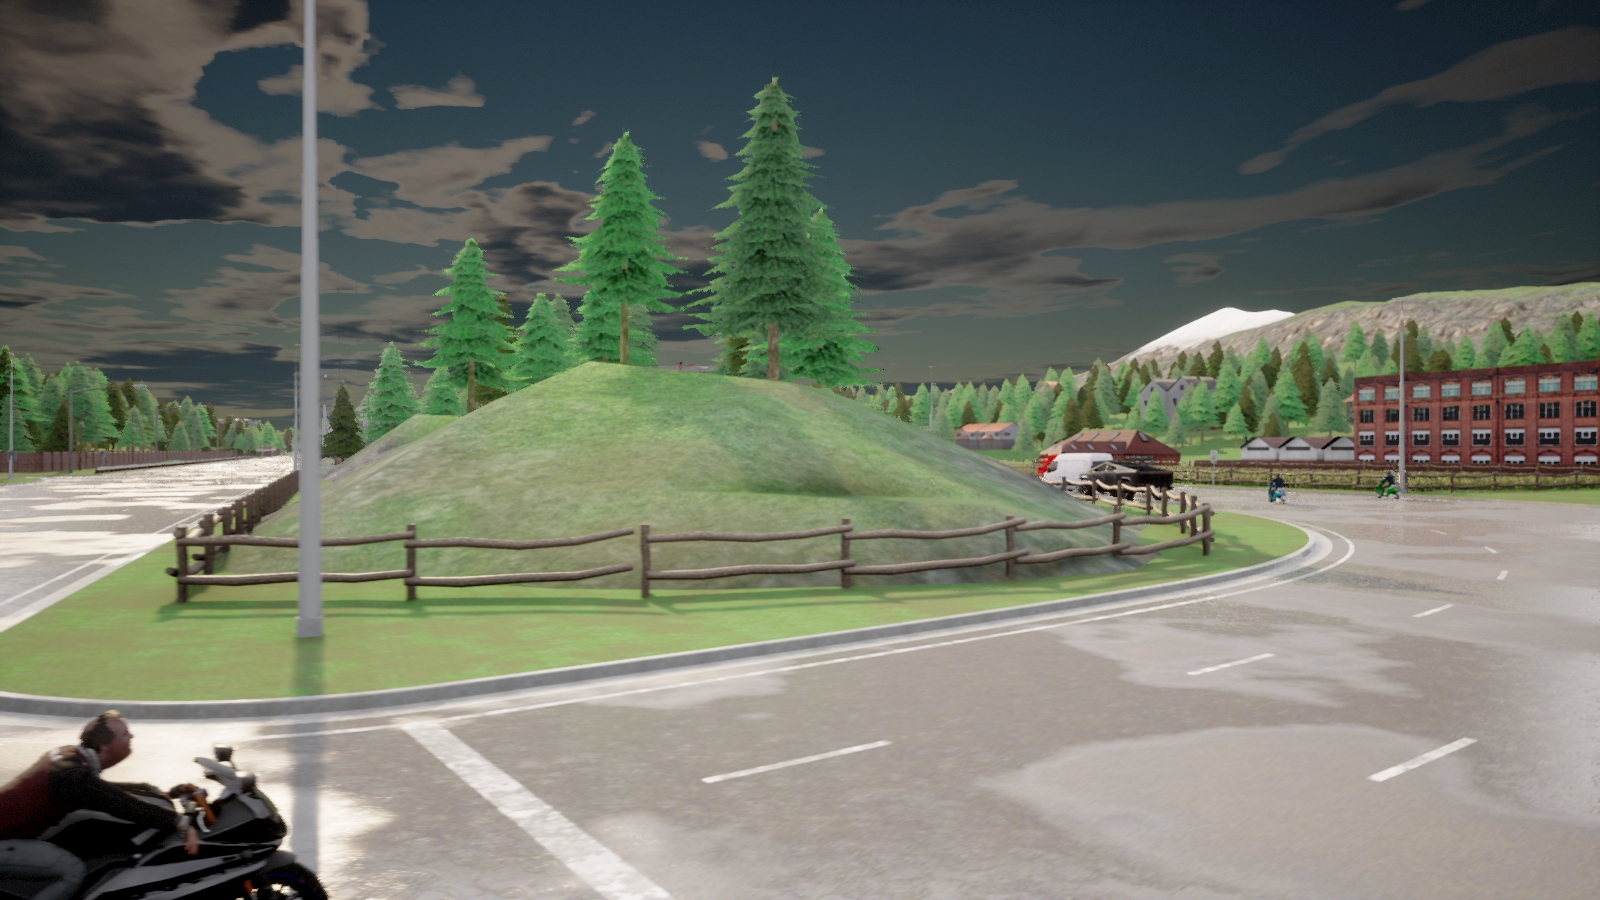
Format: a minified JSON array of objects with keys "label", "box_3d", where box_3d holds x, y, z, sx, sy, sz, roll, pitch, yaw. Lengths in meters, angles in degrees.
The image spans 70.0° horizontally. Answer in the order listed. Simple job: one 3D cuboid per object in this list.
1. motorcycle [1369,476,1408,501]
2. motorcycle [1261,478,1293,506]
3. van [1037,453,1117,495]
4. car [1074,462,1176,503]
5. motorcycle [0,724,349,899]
[{"label":"motorcycle","box_3d":[32.580,2.110,63.274,0.856,1.316,1.805,-2,0,-16]},{"label":"motorcycle","box_3d":[24.186,2.117,57.922,0.856,1.316,1.805,0,0,-1]},{"label":"van","box_3d":[17.808,1.511,73.859,1.988,2.561,5.915,0,0,-21]},{"label":"car","box_3d":[17.780,1.731,62.909,2.390,2.098,6.274,0,0,-17]},{"label":"motorcycle","box_3d":[-3.481,2.205,5.616,2.209,1.251,0.867,0,0,-35]}]
